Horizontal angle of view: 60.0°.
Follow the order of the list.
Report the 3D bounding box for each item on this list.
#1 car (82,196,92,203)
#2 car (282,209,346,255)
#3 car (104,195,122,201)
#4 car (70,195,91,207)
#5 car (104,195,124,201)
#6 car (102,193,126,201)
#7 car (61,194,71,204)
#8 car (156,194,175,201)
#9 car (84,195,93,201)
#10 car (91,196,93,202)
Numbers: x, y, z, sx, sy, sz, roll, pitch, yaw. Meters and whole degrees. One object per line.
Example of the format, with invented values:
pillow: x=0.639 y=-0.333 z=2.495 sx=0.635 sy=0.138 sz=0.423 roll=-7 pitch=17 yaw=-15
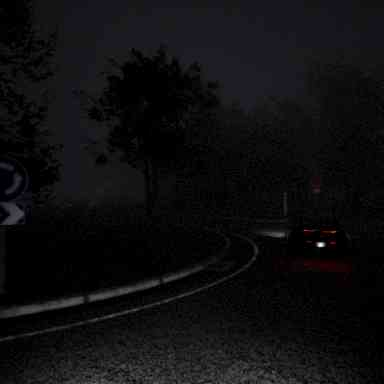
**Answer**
car: x=-23.327 y=1.599 z=73.879 sx=1.994 sy=1.385 sz=4.181 roll=1 pitch=0 yaw=-15
car: x=4.775 y=1.454 z=13.293 sx=1.837 sy=1.490 sz=4.892 roll=2 pitch=1 yaw=13
car: x=-22.032 y=1.621 z=92.576 sx=4.674 sy=1.452 sz=2.002 roll=1 pitch=0 yaw=-16
car: x=-17.001 y=1.447 z=50.832 sx=1.882 sy=1.535 sz=5.008 roll=1 pitch=0 yaw=-15
car: x=-20.476 y=1.568 z=87.144 sx=5.008 sy=1.535 sz=2.097 roll=1 pitch=0 yaw=-16
car: x=-18.936 y=1.299 z=81.706 sx=5.566 sy=2.045 sz=2.435 roll=1 pitch=0 yaw=-16
car: x=-24.221 y=1.342 z=64.833 sx=2.097 sy=1.767 sz=4.553 roll=1 pitch=0 yaw=-15
car: x=-6.129 y=1.562 z=82.526 sx=4.553 sy=1.767 sz=2.185 roll=1 pitch=0 yaw=-16
car: x=-25.981 y=1.426 z=83.529 sx=1.812 sy=1.442 sz=4.674 roll=1 pitch=0 yaw=-15
car: x=-20.574 y=1.523 z=63.801 sx=1.837 sy=1.490 sz=4.892 roll=1 pitch=0 yaw=-15
